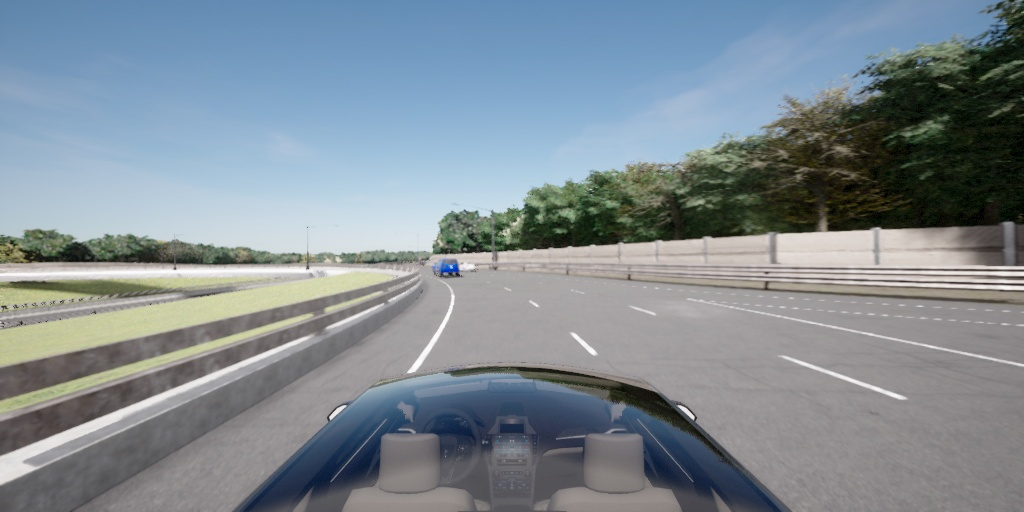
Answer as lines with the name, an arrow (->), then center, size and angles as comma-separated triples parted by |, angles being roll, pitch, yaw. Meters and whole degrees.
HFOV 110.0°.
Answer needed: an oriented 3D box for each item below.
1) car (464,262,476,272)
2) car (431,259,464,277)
car -> -7.244, 1.691, 56.234 | 1.812, 1.442, 4.674 | -1, 0, -29
car -> -7.571, 1.312, 41.109 | 2.150, 2.045, 5.566 | 0, 0, -23
